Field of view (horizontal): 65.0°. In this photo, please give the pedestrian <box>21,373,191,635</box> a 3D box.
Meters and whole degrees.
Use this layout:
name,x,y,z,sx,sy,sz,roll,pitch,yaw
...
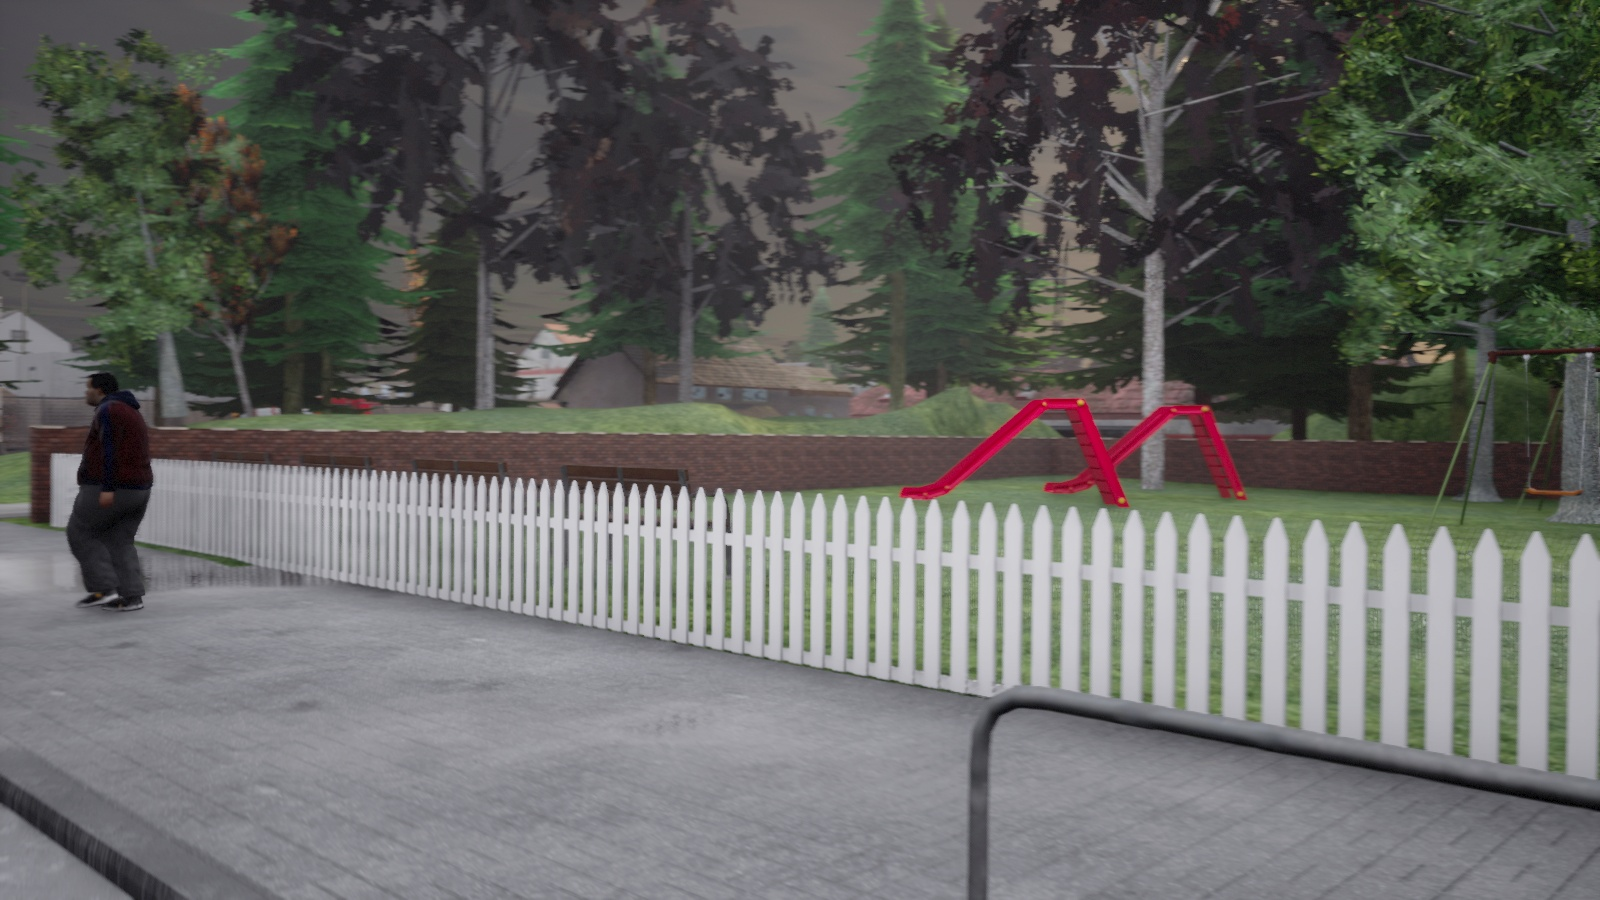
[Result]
name,x,y,z,sx,sy,sz,roll,pitch,yaw
pedestrian,-5.078,0.375,9.232,0.899,1.844,0.634,-1,1,-7

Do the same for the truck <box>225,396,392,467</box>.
name,x,y,z,sx,sy,sz,roll,pitch,yaw
truck,-27.958,-1.046,71.798,2.891,3.827,8.468,0,1,42
